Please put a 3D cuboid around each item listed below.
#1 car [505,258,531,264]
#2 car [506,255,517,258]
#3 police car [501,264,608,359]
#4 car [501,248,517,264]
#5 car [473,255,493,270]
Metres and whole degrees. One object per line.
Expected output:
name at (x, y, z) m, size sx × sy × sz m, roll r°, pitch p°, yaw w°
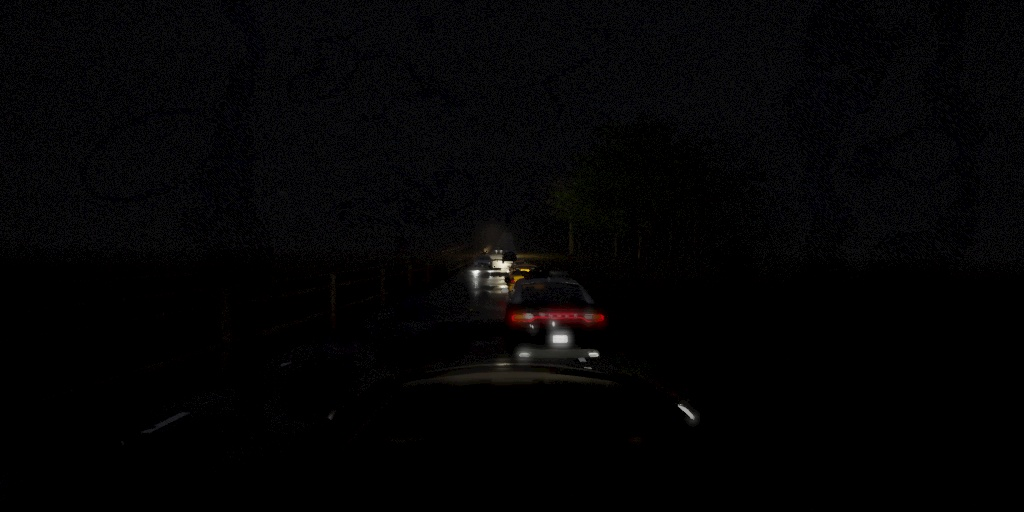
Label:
car at (0.688, 1.072, 18.576) m, size 1.801 × 1.575 × 5.366 m, roll 0°, pitch 1°, yaw 0°
car at (0.637, 0.969, 24.574) m, size 1.801 × 1.575 × 5.366 m, roll 0°, pitch 1°, yaw 0°
police car at (0.774, 1.149, 8.499) m, size 1.930 × 1.638 × 5.238 m, roll 0°, pitch 0°, yaw 0°
car at (-0.357, 0.112, 51.823) m, size 2.097 × 1.767 × 4.553 m, roll 0°, pitch 2°, yaw 0°
car at (-3.064, 0.673, 39.173) m, size 1.812 × 1.442 × 4.674 m, roll 0°, pitch 2°, yaw 0°
